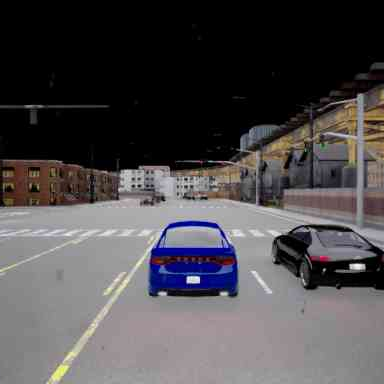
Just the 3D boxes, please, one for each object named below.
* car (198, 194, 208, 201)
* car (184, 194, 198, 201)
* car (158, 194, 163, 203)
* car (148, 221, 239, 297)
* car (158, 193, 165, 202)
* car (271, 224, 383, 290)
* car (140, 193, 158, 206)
[{"bbox_3d":[3.204,1.471,87.658,1.882,1.535,5.008,0,0,-3],"label":"car"},{"bbox_3d":[-0.282,1.345,86.759,2.097,1.767,4.553,0,0,-3],"label":"car"},{"bbox_3d":[-7.243,1.526,64.089,1.812,1.442,4.674,0,0,0],"label":"car"},{"bbox_3d":[0.035,1.478,8.638,1.882,1.535,5.008,0,0,0],"label":"car"},{"bbox_3d":[-7.228,1.225,74.813,2.150,2.045,5.566,0,0,0],"label":"car"},{"bbox_3d":[3.538,1.564,9.104,1.994,1.385,4.181,0,0,0],"label":"car"},{"bbox_3d":[-7.251,1.352,54.607,2.097,1.767,4.553,0,0,0],"label":"car"}]
